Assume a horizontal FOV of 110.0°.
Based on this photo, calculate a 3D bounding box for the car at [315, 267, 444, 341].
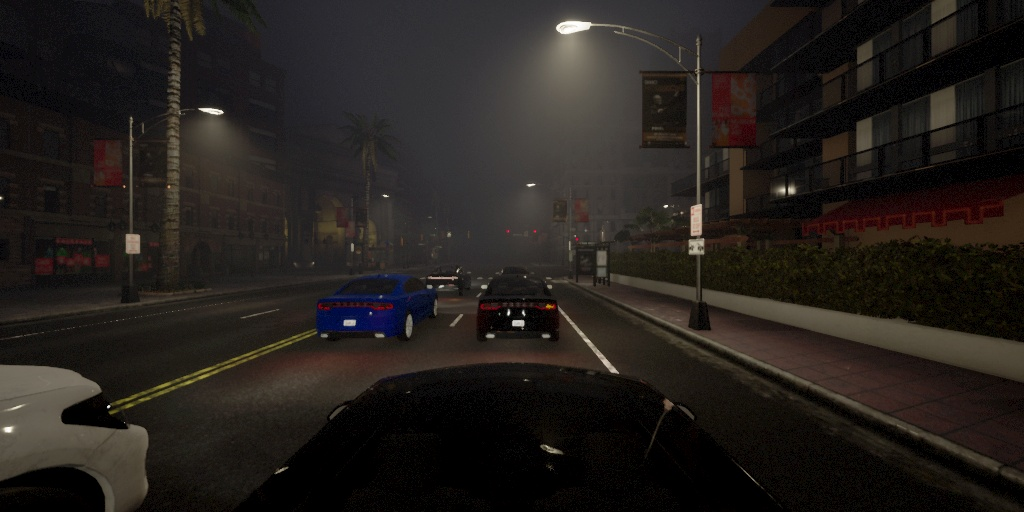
[{"bbox_3d":[-3.360,1.230,9.884,1.882,1.535,5.008,0,0,0],"label":"car"}]

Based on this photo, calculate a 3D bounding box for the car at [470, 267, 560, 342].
[{"bbox_3d":[0.136,1.230,9.849,1.882,1.535,5.008,0,0,0],"label":"car"}]

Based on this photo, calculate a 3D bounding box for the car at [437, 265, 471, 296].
[{"bbox_3d":[-3.333,1.247,19.389,2.128,1.511,4.902,0,0,0],"label":"car"}]
